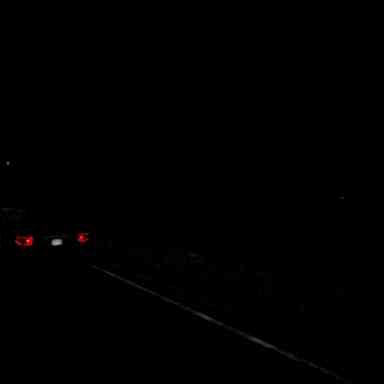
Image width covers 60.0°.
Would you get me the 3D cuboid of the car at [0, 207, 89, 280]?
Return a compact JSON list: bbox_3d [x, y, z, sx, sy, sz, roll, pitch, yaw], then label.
[{"bbox_3d":[-5.284,1.525,11.352,2.150,2.045,5.566,1,-2,-36],"label":"car"}]
